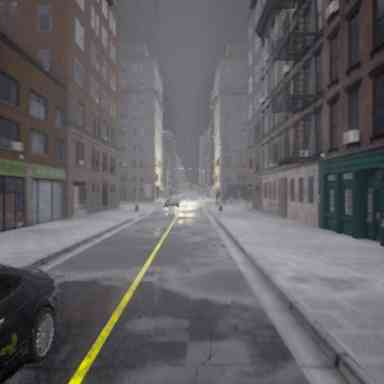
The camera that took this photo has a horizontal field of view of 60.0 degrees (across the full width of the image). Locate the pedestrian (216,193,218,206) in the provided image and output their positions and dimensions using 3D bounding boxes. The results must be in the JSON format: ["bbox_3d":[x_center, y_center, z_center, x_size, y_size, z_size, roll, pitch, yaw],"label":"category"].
[{"bbox_3d":[3.522,1.034,47.182,0.375,1.860,0.375,0,0,0],"label":"pedestrian"}]

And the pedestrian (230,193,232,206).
[{"bbox_3d":[5.522,1.036,46.581,0.375,1.860,0.375,0,0,0],"label":"pedestrian"}]

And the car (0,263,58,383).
[{"bbox_3d":[-2.849,1.518,3.137,1.812,1.442,4.674,0,0,0],"label":"car"}]

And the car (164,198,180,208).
[{"bbox_3d":[-2.738,1.497,46.244,1.994,1.385,4.181,0,0,0],"label":"car"}]

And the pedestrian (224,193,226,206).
[{"bbox_3d":[4.522,1.037,45.981,0.375,1.860,0.375,0,0,0],"label":"pedestrian"}]
